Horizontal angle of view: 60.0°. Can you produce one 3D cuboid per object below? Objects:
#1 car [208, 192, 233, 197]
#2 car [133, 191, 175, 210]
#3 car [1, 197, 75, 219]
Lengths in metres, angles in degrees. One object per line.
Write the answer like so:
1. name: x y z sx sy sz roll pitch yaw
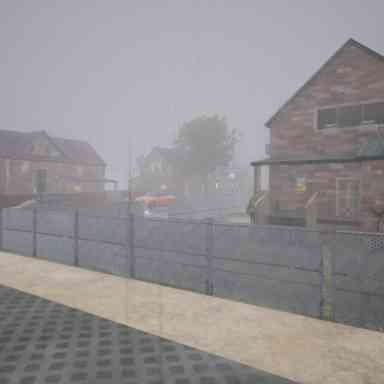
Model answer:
1. car: 3.928 0.649 42.877 1.895 1.301 4.718 1 2 35
2. car: -3.643 0.706 32.220 2.097 1.767 4.553 1 2 35
3. car: -10.350 1.131 22.756 1.837 1.490 4.892 1 2 35
